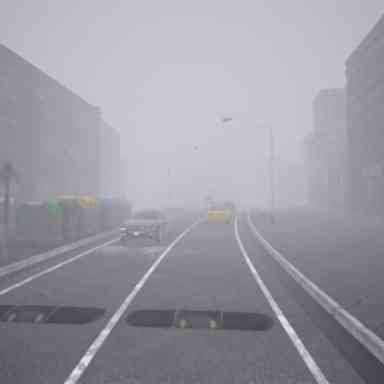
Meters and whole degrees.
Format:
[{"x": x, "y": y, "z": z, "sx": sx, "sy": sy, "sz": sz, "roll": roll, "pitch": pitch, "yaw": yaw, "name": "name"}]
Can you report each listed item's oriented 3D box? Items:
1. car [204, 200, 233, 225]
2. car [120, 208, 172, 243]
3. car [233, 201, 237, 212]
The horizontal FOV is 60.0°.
[{"x": 2.017, "y": 1.602, "z": 25.689, "sx": 1.801, "sy": 1.575, "sz": 5.366, "roll": 0, "pitch": -1, "yaw": 8, "name": "car"}, {"x": -2.192, "y": 1.605, "z": 16.869, "sx": 1.837, "sy": 1.490, "sz": 4.892, "roll": 0, "pitch": -1, "yaw": 6, "name": "car"}, {"x": 4.646, "y": 1.808, "z": 42.665, "sx": 1.837, "sy": 1.490, "sz": 4.892, "roll": 0, "pitch": -1, "yaw": 9, "name": "car"}]
